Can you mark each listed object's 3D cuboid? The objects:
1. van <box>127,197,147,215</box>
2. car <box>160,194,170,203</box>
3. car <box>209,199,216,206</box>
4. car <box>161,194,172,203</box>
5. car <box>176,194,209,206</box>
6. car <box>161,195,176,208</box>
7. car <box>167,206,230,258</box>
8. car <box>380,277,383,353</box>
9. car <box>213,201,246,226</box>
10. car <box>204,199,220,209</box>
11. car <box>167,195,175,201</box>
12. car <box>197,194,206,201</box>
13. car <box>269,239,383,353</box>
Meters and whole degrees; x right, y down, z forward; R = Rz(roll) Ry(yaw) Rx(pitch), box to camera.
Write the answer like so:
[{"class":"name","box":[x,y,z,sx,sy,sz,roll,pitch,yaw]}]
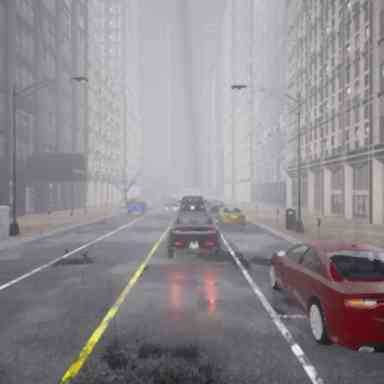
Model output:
[{"class":"van","box":[-5.691,1.399,34.759,1.690,1.788,3.998,0,0,0]},{"class":"car","box":[-5.685,1.631,68.948,1.887,1.381,4.507,0,0,0]},{"class":"car","box":[2.691,1.624,34.754,1.947,1.339,4.313,0,0,0]},{"class":"car","box":[-5.685,1.404,74.647,2.192,1.841,5.009,0,0,0]},{"class":"car","box":[0.068,1.273,27.837,2.150,2.045,5.566,0,0,0]},{"class":"car","box":[-3.078,1.622,50.705,2.033,1.411,5.357,0,0,0]},{"class":"car","box":[0.068,1.515,12.926,2.128,1.511,4.902,0,0,0]},{"class":"car","box":[2.685,1.527,0.733,1.752,1.417,4.829,0,0,0]},{"class":"car","box":[2.689,1.568,23.527,1.752,1.417,4.829,0,0,0]},{"class":"car","box":[2.692,1.636,46.150,1.947,1.339,4.313,0,0,0]},{"class":"car","box":[-5.682,1.528,91.742,1.967,1.590,4.097,0,0,0]},{"class":"car","box":[2.398,1.445,86.241,2.097,1.767,4.553,0,0,0]},{"class":"car","box":[2.686,1.558,6.262,1.887,1.381,4.507,0,0,0]}]
